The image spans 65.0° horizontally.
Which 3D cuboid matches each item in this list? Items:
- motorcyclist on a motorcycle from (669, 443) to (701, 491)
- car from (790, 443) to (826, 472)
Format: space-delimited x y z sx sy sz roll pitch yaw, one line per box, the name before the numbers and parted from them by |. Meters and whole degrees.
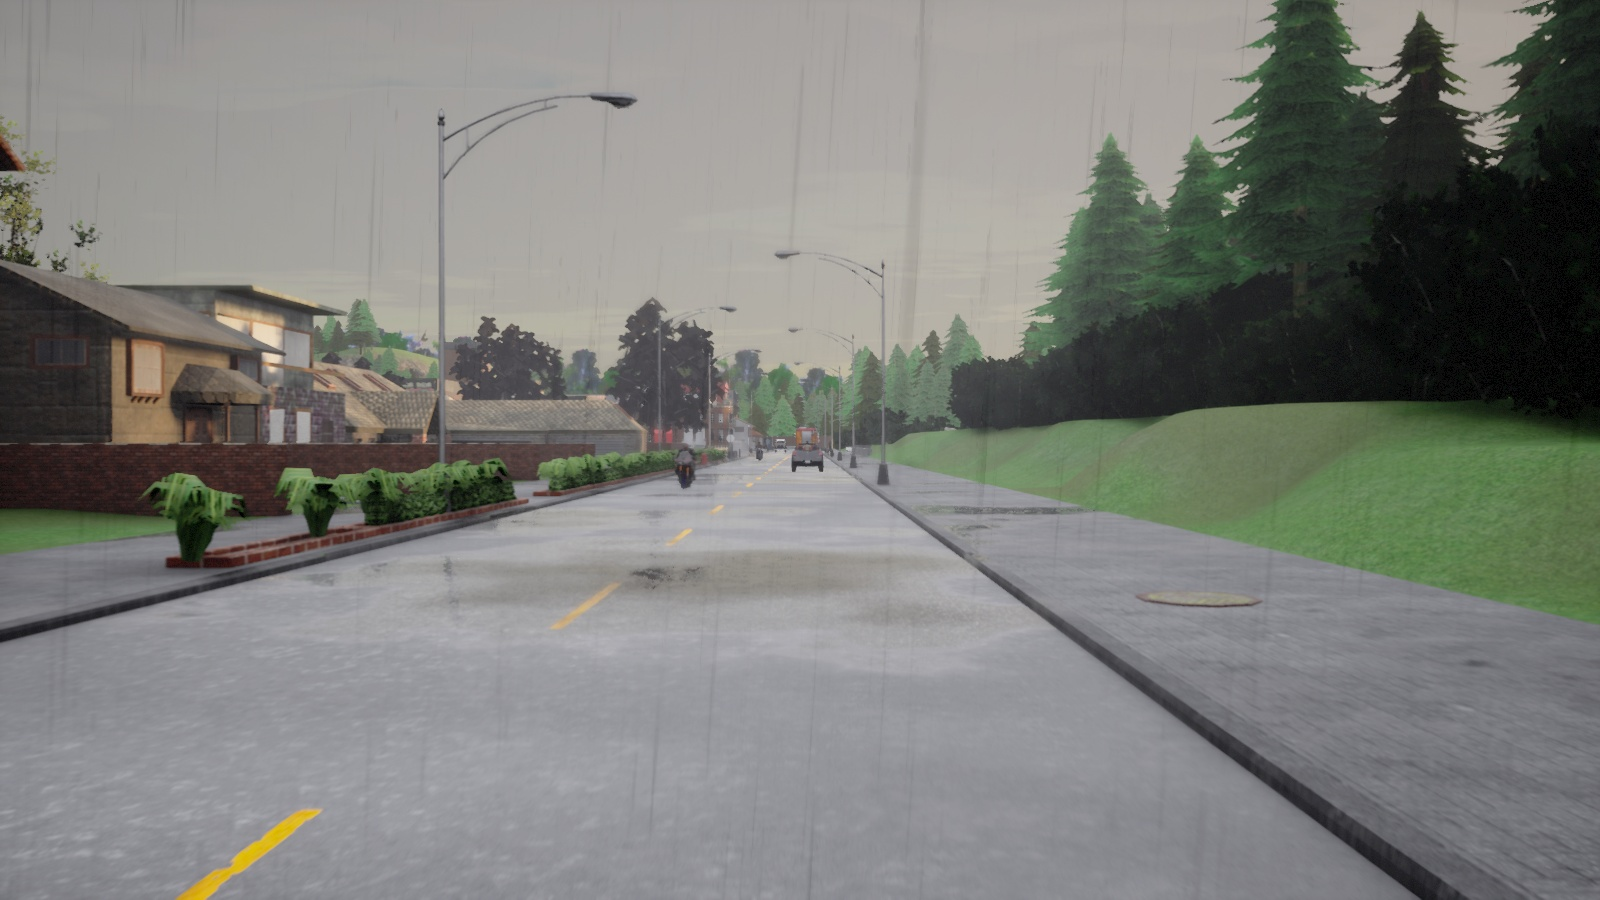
motorcyclist on a motorcycle | -3.749 0.547 41.088 0.866 1.530 2.191 0 0 0
car | 0.398 0.386 66.290 1.845 1.501 3.633 0 0 0
